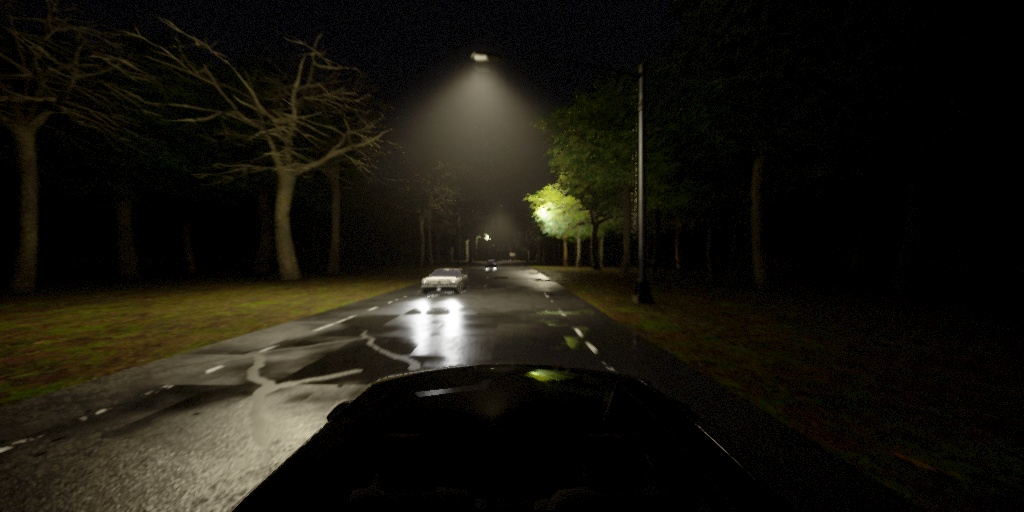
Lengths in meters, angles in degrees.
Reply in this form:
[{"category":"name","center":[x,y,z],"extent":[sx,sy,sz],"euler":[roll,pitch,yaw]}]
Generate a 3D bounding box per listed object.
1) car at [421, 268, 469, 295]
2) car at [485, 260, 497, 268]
[{"category":"car","center":[-3.592,1.346,19.871],"extent":[1.895,1.301,4.718],"euler":[0,0,0]},{"category":"car","center":[-3.526,1.290,61.385],"extent":[1.994,1.385,4.181],"euler":[0,0,1]}]
